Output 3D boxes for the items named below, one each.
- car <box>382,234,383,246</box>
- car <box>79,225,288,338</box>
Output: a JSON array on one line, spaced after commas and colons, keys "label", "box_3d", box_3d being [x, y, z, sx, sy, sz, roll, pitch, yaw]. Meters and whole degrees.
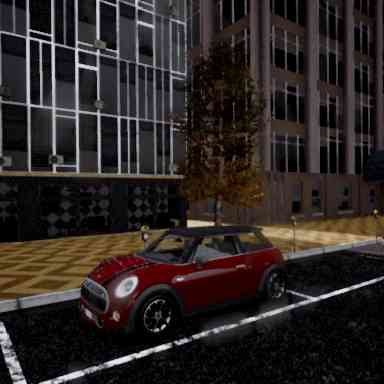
[{"label": "car", "box_3d": [6.765, 1.468, 8.206, 5.008, 1.535, 1.882, 0, 0, -36]}, {"label": "car", "box_3d": [-0.048, 1.437, 6.535, 4.097, 1.590, 1.967, 0, 0, -35]}]
